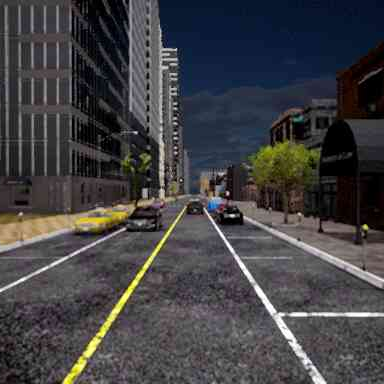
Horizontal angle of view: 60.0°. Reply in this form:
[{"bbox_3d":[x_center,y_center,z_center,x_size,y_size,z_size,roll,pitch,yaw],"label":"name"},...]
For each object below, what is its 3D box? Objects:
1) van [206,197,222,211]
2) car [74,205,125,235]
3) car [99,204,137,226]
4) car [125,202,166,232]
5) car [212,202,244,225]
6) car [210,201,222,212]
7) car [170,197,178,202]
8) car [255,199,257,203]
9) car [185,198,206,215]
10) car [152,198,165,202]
[{"bbox_3d":[2.973,1.592,42.132,1.690,1.788,3.998,-1,0,0],"label":"van"},{"bbox_3d":[-5.563,1.643,19.896,1.752,1.417,4.829,-1,0,0],"label":"car"},{"bbox_3d":[-5.523,1.676,25.430,1.752,1.417,4.829,-1,0,0],"label":"car"},{"bbox_3d":[-2.950,1.634,21.362,1.837,1.490,4.892,0,-1,0],"label":"car"},{"bbox_3d":[2.859,1.719,25.528,1.947,1.339,4.313,-1,0,0],"label":"car"},{"bbox_3d":[2.898,1.767,31.062,1.802,1.307,4.206,-1,0,0],"label":"car"},{"bbox_3d":[-5.195,2.067,91.051,1.752,1.417,4.829,-1,0,0],"label":"car"},{"bbox_3d":[17.067,1.879,76.364,5.009,1.841,2.192,1,0,1],"label":"car"},{"bbox_3d":[0.355,1.729,37.625,1.837,1.490,4.892,0,0,1],"label":"car"},{"bbox_3d":[-5.327,1.756,53.274,1.967,1.590,4.097,-1,0,0],"label":"car"}]
